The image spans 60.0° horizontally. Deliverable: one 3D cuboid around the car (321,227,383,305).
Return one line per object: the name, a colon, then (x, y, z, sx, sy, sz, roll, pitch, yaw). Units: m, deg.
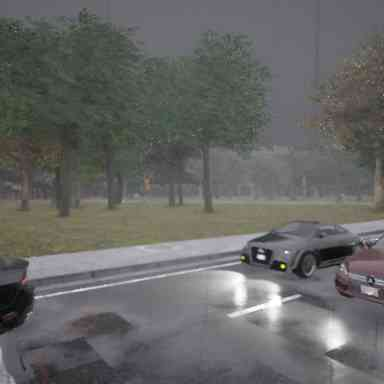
car: (5.119, 1.537, 7.398, 4.674, 1.442, 1.812, 0, 0, -36)

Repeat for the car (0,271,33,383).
car: (-3.288, 1.536, 1.299, 4.674, 1.442, 1.812, 0, 0, -35)

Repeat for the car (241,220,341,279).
car: (3.500, 1.586, 10.232, 4.181, 1.385, 1.994, 0, 0, -36)

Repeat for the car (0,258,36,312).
car: (-4.714, 1.527, 4.280, 4.892, 1.490, 1.837, 0, 0, -36)
